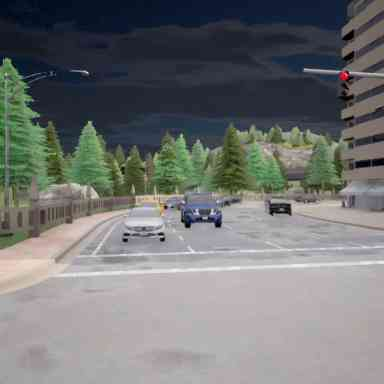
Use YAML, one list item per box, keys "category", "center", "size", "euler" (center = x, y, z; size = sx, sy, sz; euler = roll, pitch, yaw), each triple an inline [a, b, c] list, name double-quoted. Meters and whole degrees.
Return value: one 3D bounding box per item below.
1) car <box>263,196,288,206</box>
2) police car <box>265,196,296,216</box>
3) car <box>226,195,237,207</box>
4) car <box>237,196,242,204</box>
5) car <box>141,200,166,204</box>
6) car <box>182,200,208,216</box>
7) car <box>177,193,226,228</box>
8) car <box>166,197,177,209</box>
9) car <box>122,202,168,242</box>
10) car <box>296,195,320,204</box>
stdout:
- category: "car"
  center: [12.937, 1.370, 51.405]
  size: [1.994, 1.385, 4.181]
  euler: [0, 0, 41]
- category: "police car"
  center: [8.082, 1.296, 31.145]
  size: [1.930, 1.638, 5.238]
  euler: [-1, 0, 8]
- category: "car"
  center: [3.777, 1.318, 43.912]
  size: [2.128, 1.511, 4.902]
  euler: [0, 0, 25]
- category: "car"
  center: [6.509, 1.299, 55.158]
  size: [1.837, 1.490, 4.892]
  euler: [0, 0, 39]
- category: "car"
  center: [-3.209, 1.361, 25.289]
  size: [1.882, 1.535, 5.008]
  euler: [0, 0, -2]
- category: "car"
  center: [0.374, 1.465, 31.639]
  size: [1.895, 1.301, 4.718]
  euler: [0, 0, 7]
- category: "car"
  center: [0.469, 1.119, 21.643]
  size: [2.150, 2.045, 5.566]
  euler: [0, 0, -6]
- category: "car"
  center: [-1.817, 1.332, 38.631]
  size: [2.128, 1.511, 4.902]
  euler: [0, 0, 16]
- category: "car"
  center: [-2.288, 1.441, 16.024]
  size: [1.812, 1.442, 4.674]
  euler: [0, 0, -7]
- category: "car"
  center: [20.239, 1.279, 58.194]
  size: [4.902, 1.511, 2.128]
  euler: [0, 0, -31]
